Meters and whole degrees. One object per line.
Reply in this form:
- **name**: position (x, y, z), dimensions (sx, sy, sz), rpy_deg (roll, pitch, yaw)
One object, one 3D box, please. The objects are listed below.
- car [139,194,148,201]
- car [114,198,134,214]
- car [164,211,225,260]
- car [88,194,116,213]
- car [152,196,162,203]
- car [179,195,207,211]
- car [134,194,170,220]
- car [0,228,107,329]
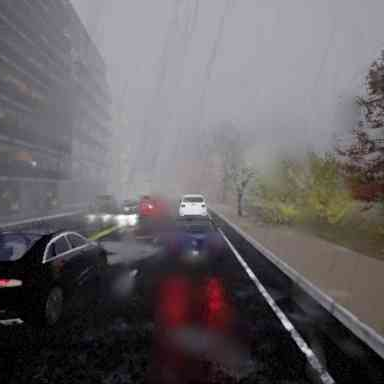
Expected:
- **car**: position (-11.389, 1.308, 78.320), dimensions (1.837, 1.490, 4.892), rpy_deg (0, 0, -4)
- **car**: position (-6.633, 1.542, 36.128), dimensions (2.128, 1.511, 4.902), rpy_deg (0, 0, 0)
- **car**: position (0.093, 1.616, 12.467), dimensions (1.895, 1.301, 4.718), rpy_deg (0, 0, 0)
- **car**: position (-9.888, 1.273, 37.369), dimensions (2.150, 2.045, 5.566), rpy_deg (0, 0, 0)
- **car**: position (-8.026, 1.594, 76.780), dimensions (2.128, 1.511, 4.902), rpy_deg (0, 0, -4)
- **car**: position (0.097, 1.260, 28.325), dimensions (2.150, 2.045, 5.566), rpy_deg (0, 0, 0)
- **car**: position (-3.153, 1.260, 28.284), dimensions (2.150, 2.045, 5.566), rpy_deg (0, 0, 0)
- **car**: position (-3.176, 1.501, 6.938), dimensions (2.128, 1.511, 4.902), rpy_deg (0, 0, 0)
